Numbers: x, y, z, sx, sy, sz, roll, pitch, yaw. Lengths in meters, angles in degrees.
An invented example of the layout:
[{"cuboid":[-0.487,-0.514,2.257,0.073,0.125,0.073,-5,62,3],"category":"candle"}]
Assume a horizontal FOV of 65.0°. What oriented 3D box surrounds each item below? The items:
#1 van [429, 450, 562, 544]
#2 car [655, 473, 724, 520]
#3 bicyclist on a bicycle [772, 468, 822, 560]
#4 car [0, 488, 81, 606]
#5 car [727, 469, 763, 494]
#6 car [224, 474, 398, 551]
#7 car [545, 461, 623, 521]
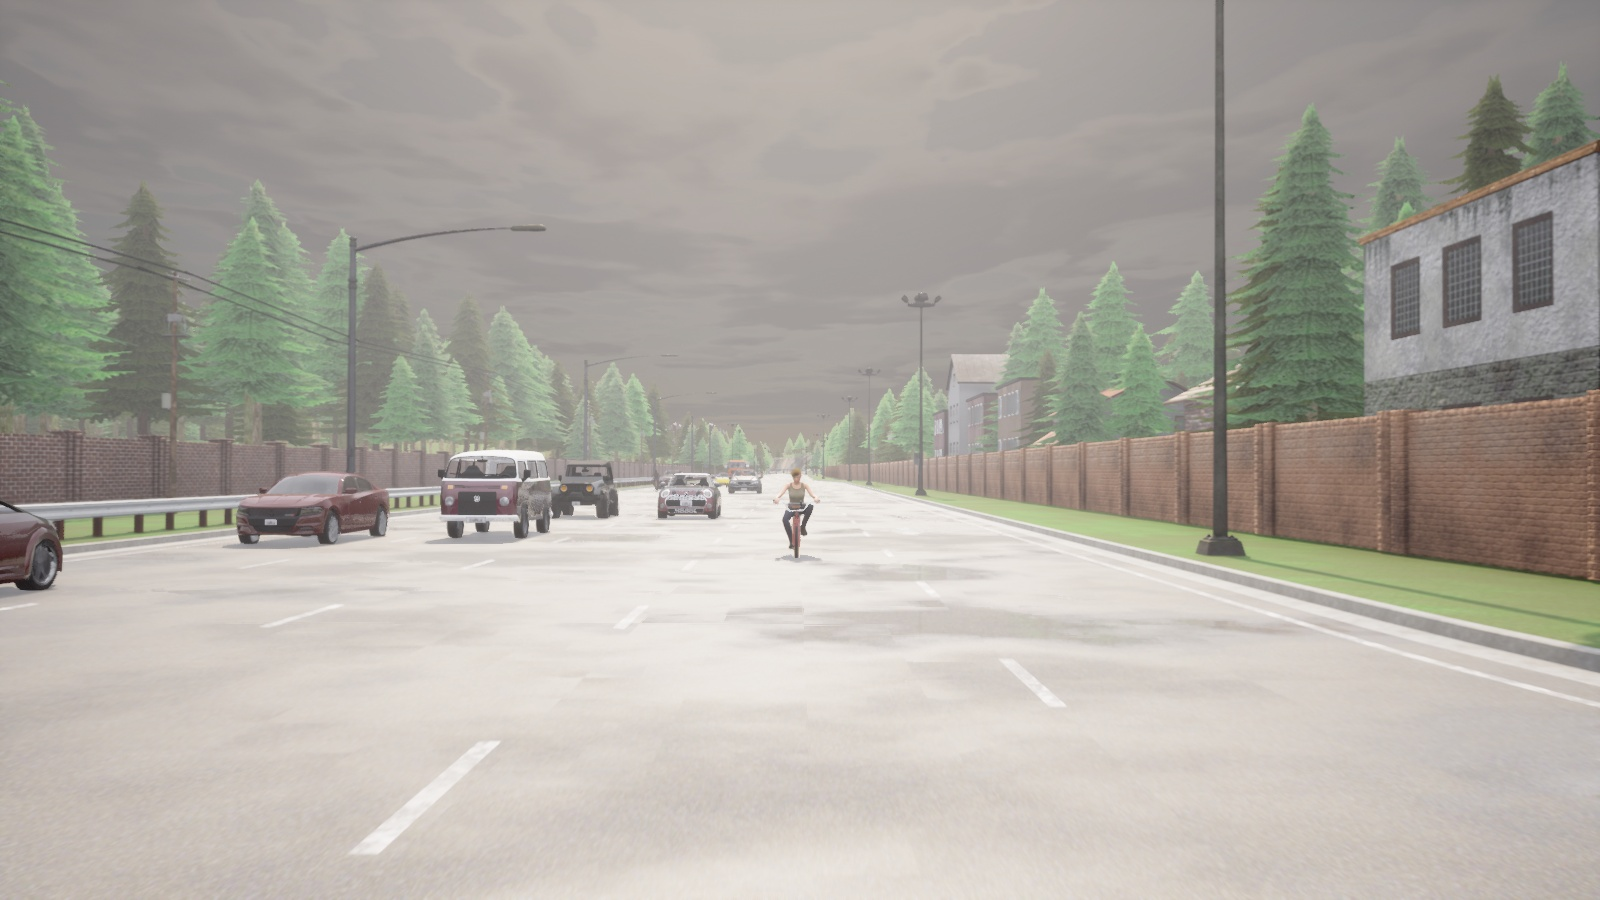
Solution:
[{"cuboid":[-7.075,1.063,29.673,2.069,2.038,4.480,0,-1,0],"category":"van"},{"cuboid":[-3.603,1.490,41.536,1.970,1.475,3.806,0,-1,0],"category":"car"},{"cuboid":[-0.053,1.133,22.820,0.866,1.612,1.509,0,-1,0],"category":"bicyclist on a bicycle"},{"cuboid":[-10.536,1.165,14.581,1.994,1.385,4.181,0,-1,0],"category":"car"},{"cuboid":[-3.713,2.112,85.894,2.242,1.667,4.611,0,-1,0],"category":"car"},{"cuboid":[-10.569,1.296,27.580,1.882,1.535,5.008,0,-1,0],"category":"car"},{"cuboid":[-7.104,1.336,41.626,1.905,1.878,3.866,0,-1,0],"category":"car"}]
